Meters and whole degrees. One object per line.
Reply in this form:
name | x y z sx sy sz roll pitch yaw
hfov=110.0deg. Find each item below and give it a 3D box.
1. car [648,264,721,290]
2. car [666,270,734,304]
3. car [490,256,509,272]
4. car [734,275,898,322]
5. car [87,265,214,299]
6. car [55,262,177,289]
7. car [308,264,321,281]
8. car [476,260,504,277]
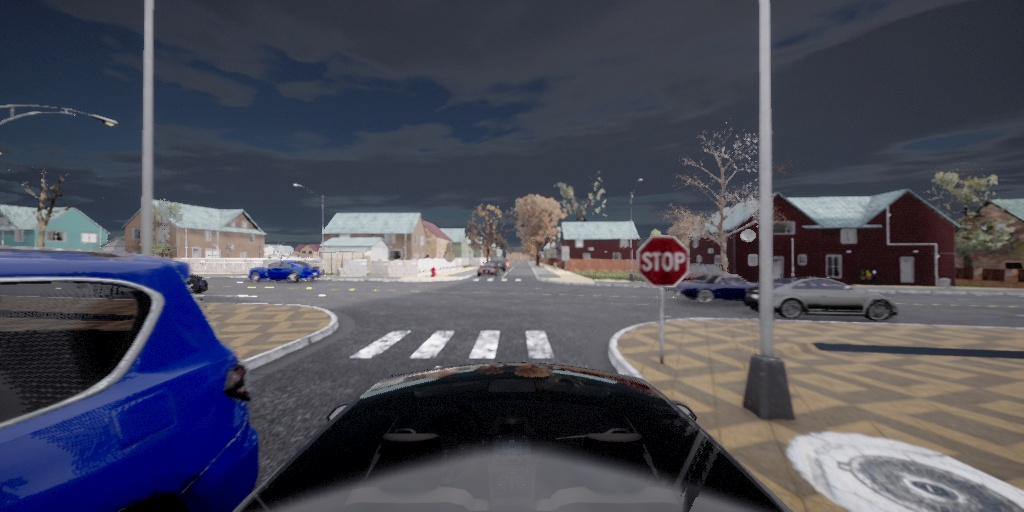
car | 11.147 1.290 22.800 4.553 1.767 2.097 1 0 8
car | 9.843 1.472 16.203 4.718 1.301 1.895 1 0 8
car | -1.903 1.033 47.336 2.150 2.045 5.566 0 0 2
car | 10.560 1.417 12.514 4.181 1.385 1.994 1 -1 4
car | -16.562 1.130 16.534 4.181 1.385 1.994 1 0 8
car | -22.718 1.081 20.658 5.357 1.411 2.033 1 0 8
car | -16.845 1.119 26.616 5.008 1.535 1.882 1 0 8
car | -2.336 1.353 36.553 1.994 1.385 4.181 0 0 4
